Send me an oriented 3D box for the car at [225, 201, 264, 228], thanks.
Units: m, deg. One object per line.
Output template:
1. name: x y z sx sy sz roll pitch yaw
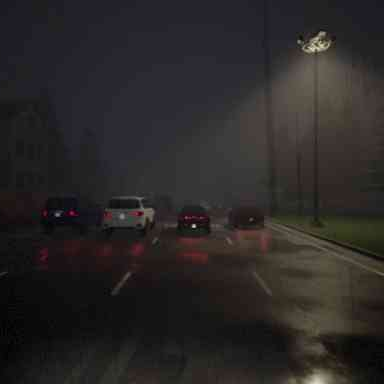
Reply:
1. car: 3.600 1.534 22.715 1.882 1.535 5.008 0 0 0

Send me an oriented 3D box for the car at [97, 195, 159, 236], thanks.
1. car: -3.400 1.267 18.871 2.150 2.045 5.566 0 0 0

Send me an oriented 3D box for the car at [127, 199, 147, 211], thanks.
1. car: -6.918 1.632 42.462 1.812 1.442 4.674 0 0 0

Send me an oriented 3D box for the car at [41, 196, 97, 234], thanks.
1. car: -6.900 1.271 19.754 2.150 2.045 5.566 0 0 0

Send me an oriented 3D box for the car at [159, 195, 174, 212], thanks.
1. car: -3.432 1.323 39.967 2.150 2.045 5.566 0 0 0

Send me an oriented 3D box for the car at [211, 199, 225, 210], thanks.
1. car: 3.599 1.637 45.018 1.812 1.442 4.674 0 0 0

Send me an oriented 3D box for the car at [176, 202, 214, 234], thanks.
1. car: 0.100 1.552 19.743 1.837 1.490 4.892 0 -1 0
